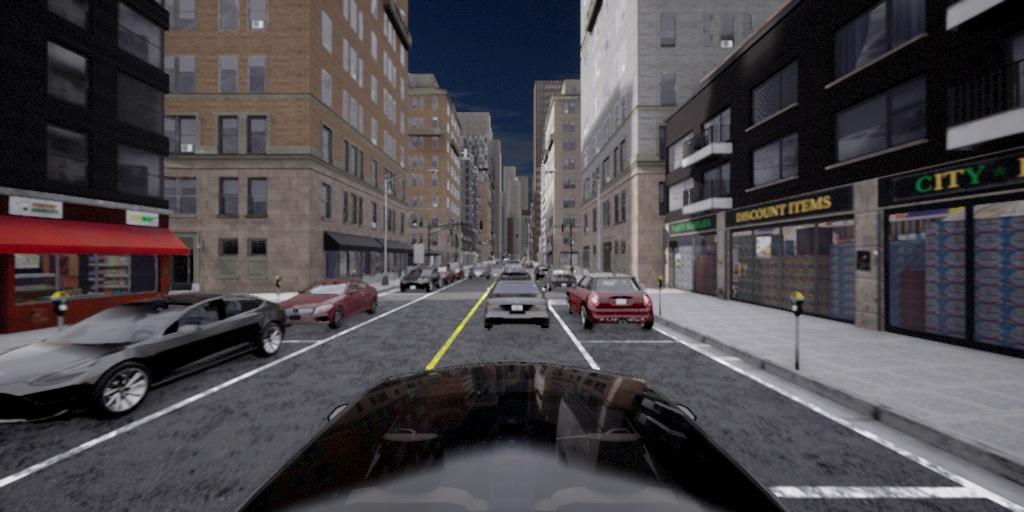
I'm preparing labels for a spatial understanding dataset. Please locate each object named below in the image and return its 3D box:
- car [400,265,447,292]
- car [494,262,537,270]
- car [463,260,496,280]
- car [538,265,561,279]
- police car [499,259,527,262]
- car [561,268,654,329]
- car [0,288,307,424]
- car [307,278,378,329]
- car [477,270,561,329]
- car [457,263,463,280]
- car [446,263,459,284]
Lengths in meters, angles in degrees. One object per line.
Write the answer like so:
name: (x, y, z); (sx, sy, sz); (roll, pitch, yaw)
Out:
car: (-5.594, 1.416, 22.433); (1.948, 1.339, 4.313); (0, 0, 0)
car: (0.173, 1.343, 22.401); (2.128, 1.511, 4.902); (0, 0, 0)
car: (-2.896, 1.398, 33.305); (2.128, 1.511, 4.902); (0, 0, 1)
car: (2.931, 1.402, 22.401); (2.007, 1.370, 4.403); (0, 0, 0)
police car: (0.111, 1.327, 32.421); (1.930, 1.638, 5.238); (0, 0, 0)
car: (2.889, 1.237, 11.398); (1.967, 1.591, 4.097); (0, 0, 0)
car: (-5.657, 1.335, 5.929); (1.948, 1.339, 4.313); (0, 0, 0)
car: (-5.636, 1.378, 11.431); (1.802, 1.307, 4.207); (0, 0, 0)
car: (0.132, 1.344, 11.394); (2.033, 1.411, 5.357); (0, 0, 0)
car: (-5.553, 1.346, 33.436); (1.967, 1.591, 4.097); (0, 0, 0)
car: (-5.574, 1.460, 27.934); (1.802, 1.307, 4.207); (0, 0, 0)
